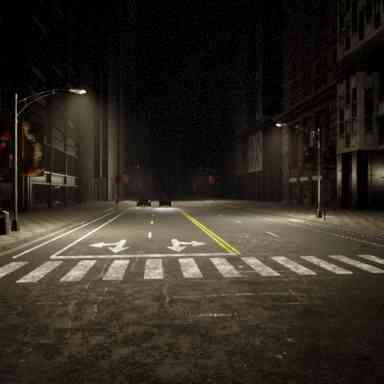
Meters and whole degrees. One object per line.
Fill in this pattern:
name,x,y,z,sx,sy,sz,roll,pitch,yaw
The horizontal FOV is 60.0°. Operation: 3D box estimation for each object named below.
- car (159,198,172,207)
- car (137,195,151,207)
car,-4.191,1.632,51.902,1.895,1.301,4.718,0,0,-6
car,-7.429,1.381,51.623,2.097,1.767,4.553,0,0,-6
